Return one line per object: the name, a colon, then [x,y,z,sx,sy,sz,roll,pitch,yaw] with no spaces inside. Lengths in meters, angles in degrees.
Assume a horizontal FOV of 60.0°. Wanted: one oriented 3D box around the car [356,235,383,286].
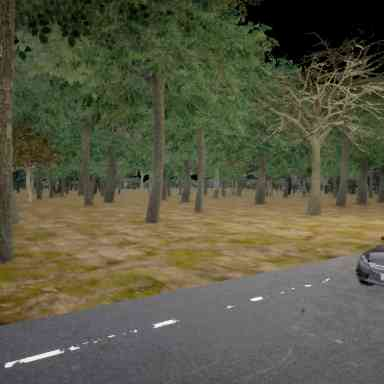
car: [5.975,1.527,8.242,4.674,1.442,1.812,0,0,-35]
